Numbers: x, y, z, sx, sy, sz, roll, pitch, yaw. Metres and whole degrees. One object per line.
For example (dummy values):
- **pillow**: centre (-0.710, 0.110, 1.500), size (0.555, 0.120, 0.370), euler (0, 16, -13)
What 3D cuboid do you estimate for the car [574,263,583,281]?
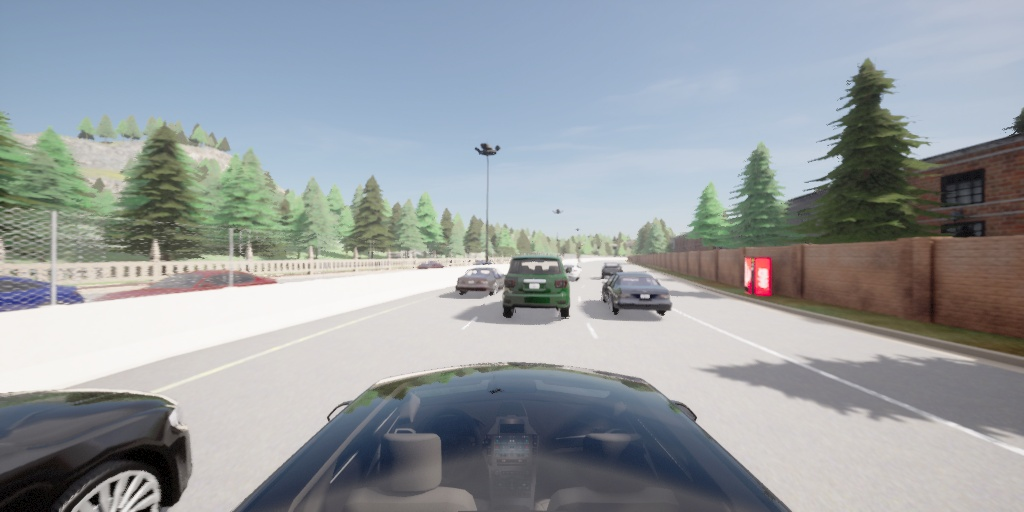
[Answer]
- **car**: centre (4.983, 1.334, 31.045), size (1.812, 1.442, 4.674), euler (0, 0, 15)

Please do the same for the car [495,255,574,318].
- **car**: centre (1.025, 0.990, 13.276), size (2.150, 2.045, 5.566), euler (0, 0, 8)

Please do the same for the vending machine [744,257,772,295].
- **vending machine**: centre (12.390, 1.023, 18.090), size (1.100, 2.100, 0.880), euler (0, 0, 12)

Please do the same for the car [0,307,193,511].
- **car**: centre (-3.285, 1.226, 0.658), size (2.128, 1.511, 4.902), euler (0, 0, -1)

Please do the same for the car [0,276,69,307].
- **car**: centre (-13.677, 1.220, 8.655), size (1.812, 1.442, 4.674), euler (0, 0, 4)

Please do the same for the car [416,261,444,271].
- **car**: centre (-9.948, 1.318, 43.513), size (1.994, 1.385, 4.181), euler (0, 0, 16)

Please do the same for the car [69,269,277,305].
- **car**: centre (-9.919, 1.193, 11.441), size (1.882, 1.535, 5.008), euler (0, 0, 6)

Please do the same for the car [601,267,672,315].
- **car**: centre (4.602, 1.333, 13.878), size (2.033, 1.411, 5.357), euler (0, 0, 9)

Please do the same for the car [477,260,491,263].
- **car**: centre (-4.162, 1.337, 51.323), size (2.033, 1.411, 5.357), euler (0, 0, 16)

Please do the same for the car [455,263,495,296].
- **car**: centre (-1.465, 1.312, 19.682), size (2.033, 1.411, 5.357), euler (0, 0, 12)

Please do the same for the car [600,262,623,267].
- **car**: centre (9.425, 1.324, 34.016), size (2.128, 1.511, 4.902), euler (0, 0, 15)
